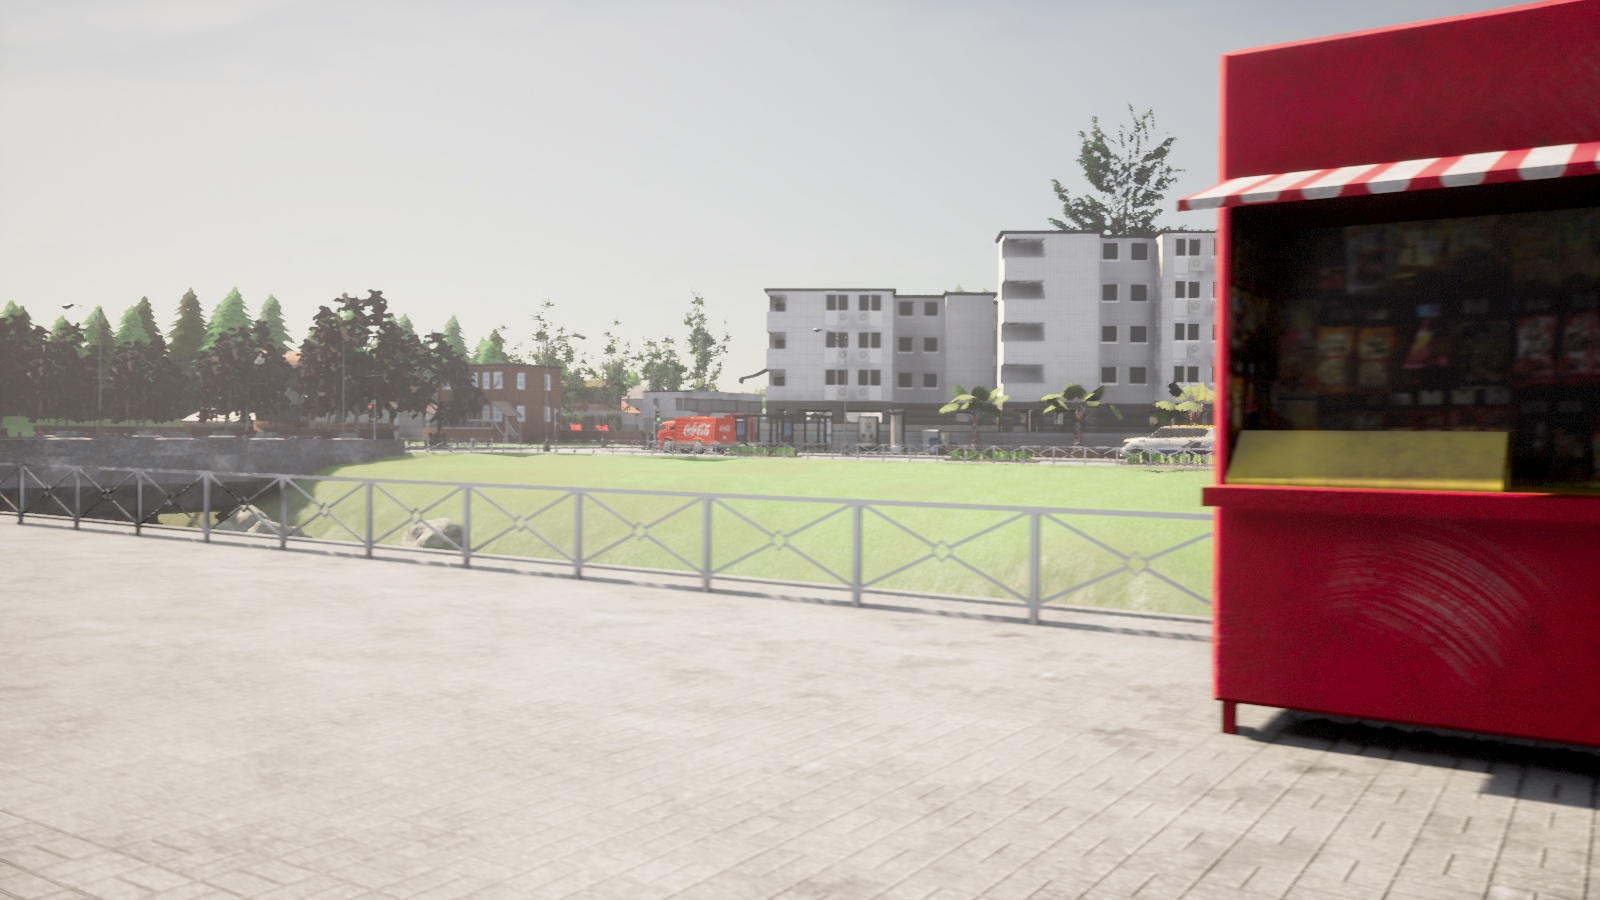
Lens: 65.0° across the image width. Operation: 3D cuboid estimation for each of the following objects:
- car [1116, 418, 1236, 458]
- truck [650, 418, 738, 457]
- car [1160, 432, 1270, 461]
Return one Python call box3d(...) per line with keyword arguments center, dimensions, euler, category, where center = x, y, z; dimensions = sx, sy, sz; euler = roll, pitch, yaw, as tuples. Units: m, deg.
box3d(center=(19.520, -0.618, 65.328), dimensions=(5.566, 2.045, 2.150), euler=(0, 1, 34), category="car")
box3d(center=(-7.016, -0.824, 82.962), dimensions=(5.204, 2.467, 2.627), euler=(0, 1, 34), category="truck")
box3d(center=(19.898, -0.171, 60.280), dimensions=(4.718, 1.301, 1.895), euler=(0, 1, 34), category="car")
